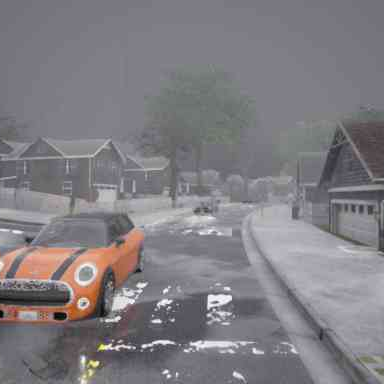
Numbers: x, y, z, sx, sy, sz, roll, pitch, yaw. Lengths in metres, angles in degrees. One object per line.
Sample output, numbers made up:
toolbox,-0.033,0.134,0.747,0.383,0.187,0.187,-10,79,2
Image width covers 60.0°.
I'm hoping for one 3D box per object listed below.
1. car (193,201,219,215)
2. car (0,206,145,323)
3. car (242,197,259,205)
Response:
car,1.461,1.569,33.324,1.895,1.301,4.718,0,0,14
car,-2.451,1.303,7.470,2.097,1.767,4.553,1,1,3
car,10.293,1.612,58.545,1.895,1.301,4.718,0,-1,25
